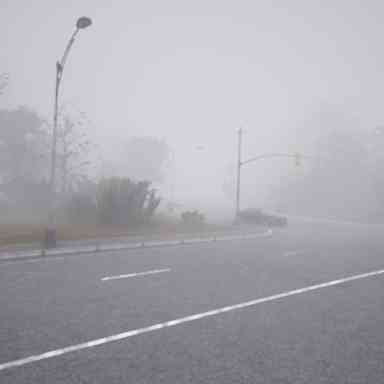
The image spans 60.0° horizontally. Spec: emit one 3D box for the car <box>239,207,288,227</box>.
[{"bbox_3d":[5.857,2.055,27.890,1.882,1.535,5.008,3,-1,-26],"label":"car"}]

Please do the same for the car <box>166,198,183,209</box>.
[{"bbox_3d":[-2.745,1.677,51.066,1.882,1.535,5.008,2,1,-15],"label":"car"}]
